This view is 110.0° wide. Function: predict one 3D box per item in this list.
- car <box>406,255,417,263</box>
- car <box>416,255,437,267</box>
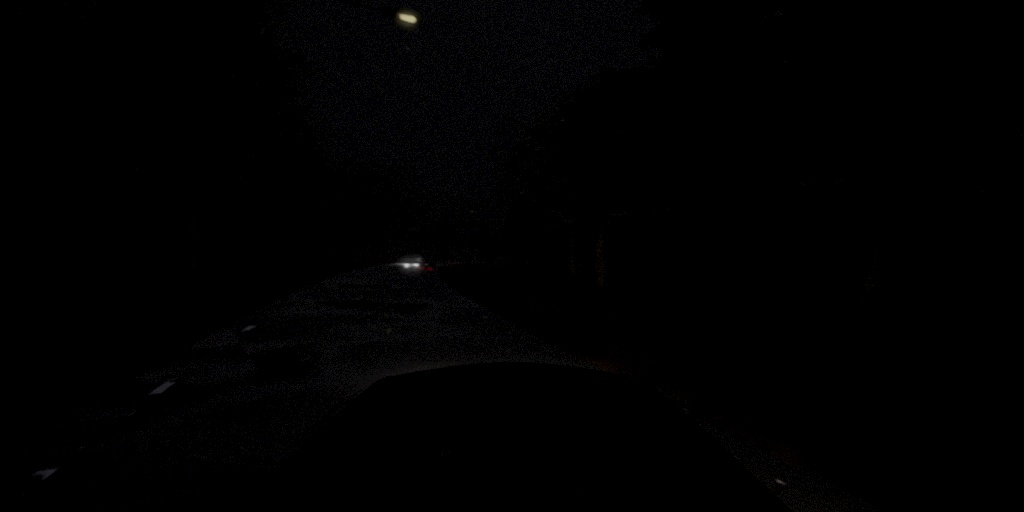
[{"bbox_3d":[-15.232,0.504,56.263,1.895,1.301,4.718,4,0,-4],"label":"car"},{"bbox_3d":[-11.273,0.735,48.448,1.895,1.301,4.718,4,0,-7],"label":"car"}]
